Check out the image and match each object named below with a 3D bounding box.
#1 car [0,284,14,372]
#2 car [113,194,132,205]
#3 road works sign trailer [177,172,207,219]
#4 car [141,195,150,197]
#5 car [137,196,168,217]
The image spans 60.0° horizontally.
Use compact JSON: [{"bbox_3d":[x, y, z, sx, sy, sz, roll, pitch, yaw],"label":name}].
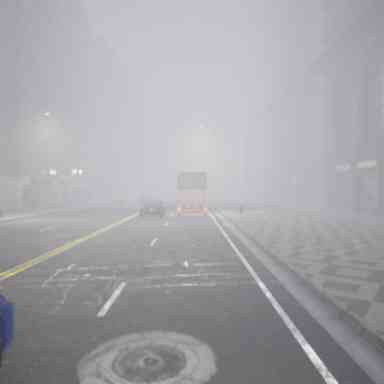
[{"bbox_3d":[-3.150,1.208,1.511,2.150,2.045,5.566,0,1,0],"label":"car"},{"bbox_3d":[-9.815,1.049,47.022,1.882,1.535,5.008,0,0,0],"label":"car"},{"bbox_3d":[0.020,0.221,26.583,2.380,3.560,2.880,0,1,0],"label":"road works sign trailer"},{"bbox_3d":[-6.566,1.134,47.152,1.994,1.385,4.181,0,0,0],"label":"car"},{"bbox_3d":[-3.145,1.311,27.694,1.994,1.385,4.181,0,1,0],"label":"car"}]
